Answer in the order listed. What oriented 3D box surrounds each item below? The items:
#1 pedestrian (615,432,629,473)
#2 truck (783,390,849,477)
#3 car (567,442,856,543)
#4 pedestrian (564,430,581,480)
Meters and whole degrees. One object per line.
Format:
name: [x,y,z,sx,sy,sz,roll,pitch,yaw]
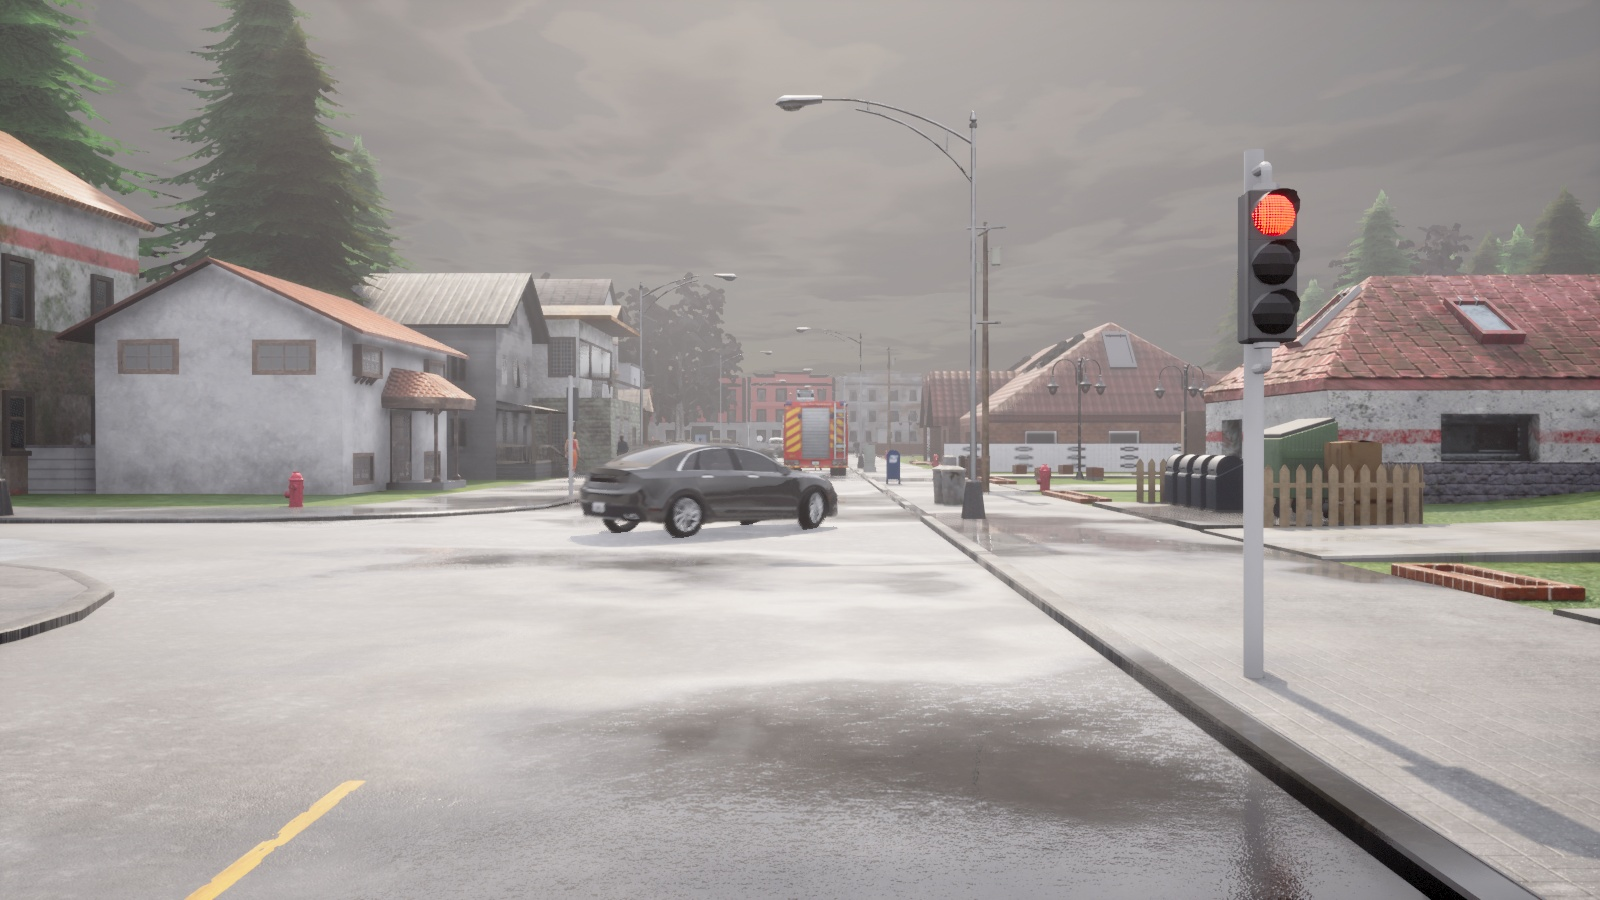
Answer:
pedestrian: [-8.046,0.130,56.707,0.370,1.835,0.726,0,0,14]
truck: [0.732,-0.752,59.198,2.891,3.827,8.468,0,0,1]
car: [-1.380,0.630,21.334,1.837,1.490,4.892,1,1,44]
pedestrian: [-8.345,0.189,46.066,0.345,1.836,0.594,0,0,19]
